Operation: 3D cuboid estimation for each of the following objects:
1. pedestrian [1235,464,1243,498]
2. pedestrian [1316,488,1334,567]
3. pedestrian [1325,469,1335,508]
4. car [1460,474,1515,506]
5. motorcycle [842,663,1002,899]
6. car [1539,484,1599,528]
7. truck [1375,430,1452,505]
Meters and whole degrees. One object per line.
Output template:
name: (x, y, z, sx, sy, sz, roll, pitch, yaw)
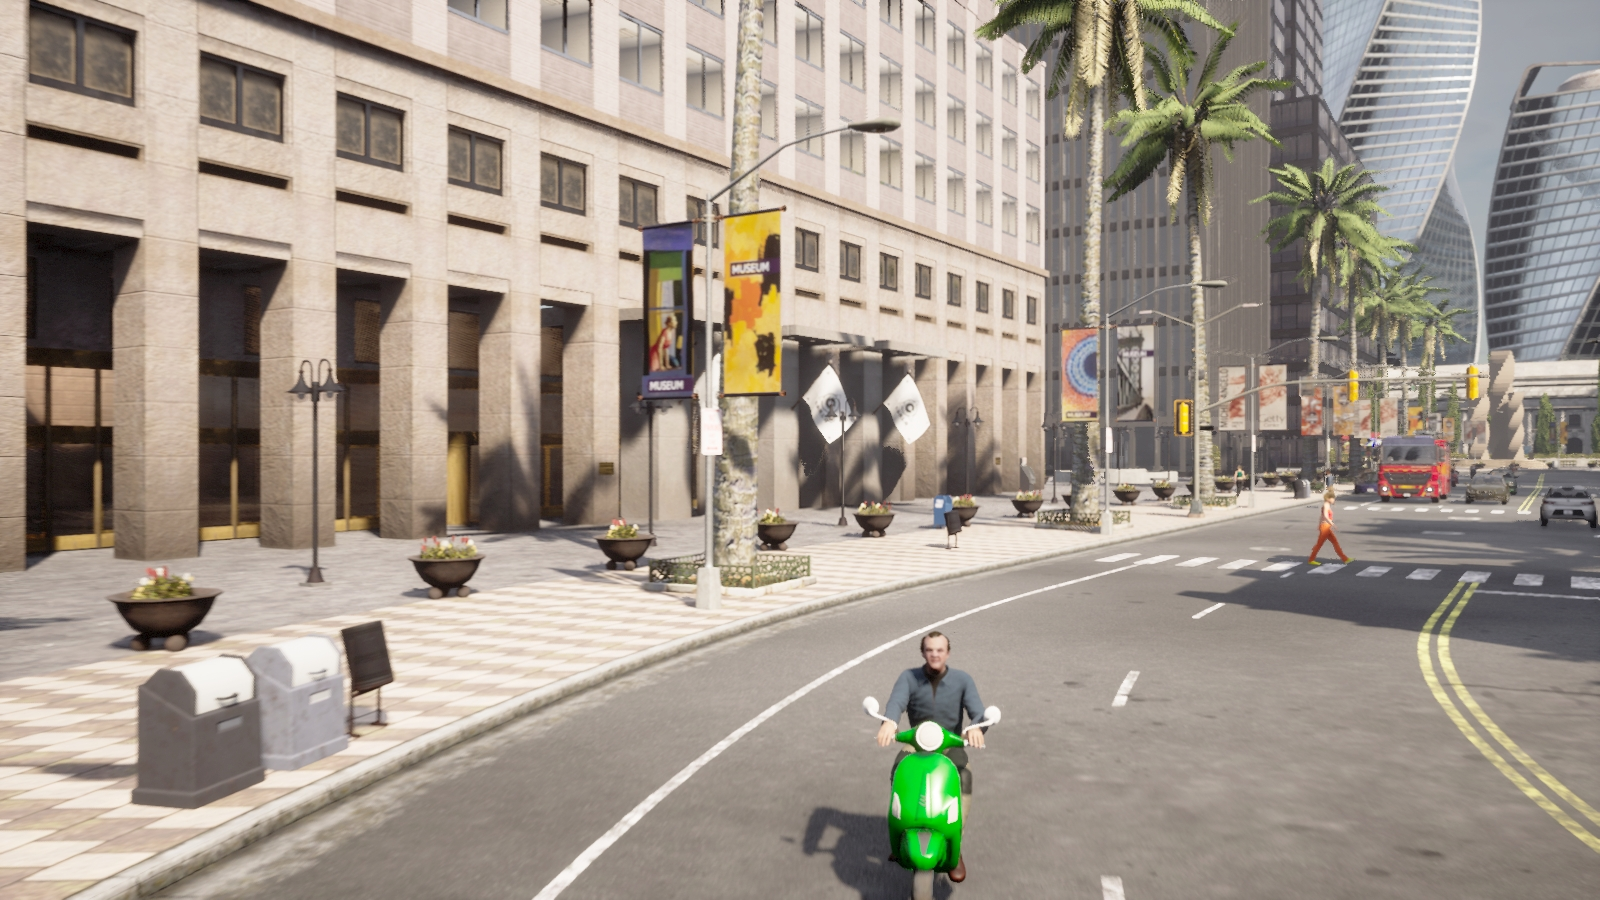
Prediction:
pedestrian: (23.939, 1.702, 62.318, 0.375, 1.860, 0.375, 0, 0, 25)
pedestrian: (12.637, 1.851, 27.491, 0.375, 1.860, 0.375, 0, 0, 28)
pedestrian: (25.378, 1.856, 54.703, 0.375, 1.860, 0.375, 0, 0, 39)
car: (36.325, 2.071, 60.313, 2.231, 1.480, 4.892, 0, 0, 34)
motorcycle: (0.840, 2.182, 7.371, 0.856, 1.236, 1.805, 1, 0, 11)
car: (29.108, 2.073, 43.283, 1.816, 1.474, 4.193, 0, 0, 34)
truck: (33.877, 0.899, 62.935, 2.891, 3.827, 8.468, 0, 0, 34)
